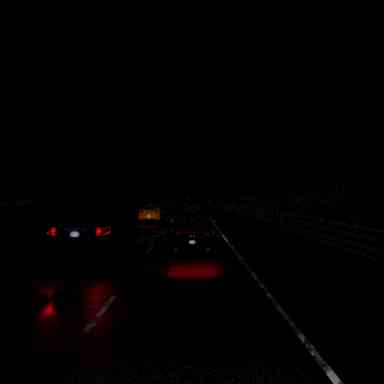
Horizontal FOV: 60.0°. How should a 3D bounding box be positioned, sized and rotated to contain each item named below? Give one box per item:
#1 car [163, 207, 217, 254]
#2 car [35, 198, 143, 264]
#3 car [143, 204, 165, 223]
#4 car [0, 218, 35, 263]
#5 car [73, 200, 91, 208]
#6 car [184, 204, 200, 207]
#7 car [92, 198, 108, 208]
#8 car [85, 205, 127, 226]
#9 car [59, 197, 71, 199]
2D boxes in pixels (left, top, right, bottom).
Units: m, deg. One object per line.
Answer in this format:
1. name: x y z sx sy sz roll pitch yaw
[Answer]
1. car: 0.029 1.641 14.256 1.882 1.535 5.008 0 0 1
2. car: -3.490 1.370 12.610 2.150 2.045 5.566 0 0 0
3. car: -3.473 1.830 29.267 1.882 1.535 5.008 0 0 1
4. car: -6.990 1.692 12.575 2.033 1.411 5.357 0 -1 0
5. car: -21.577 2.294 65.467 1.882 1.535 5.008 0 -1 -1
6. car: 0.028 1.830 29.265 1.882 1.535 5.008 0 0 1
7. car: -18.082 2.176 65.672 2.097 1.767 4.553 0 -1 -1
8. car: -6.994 1.878 27.579 2.033 1.411 5.357 0 -1 1
9. car: -25.073 2.038 65.315 2.150 2.045 5.566 0 -1 -1
